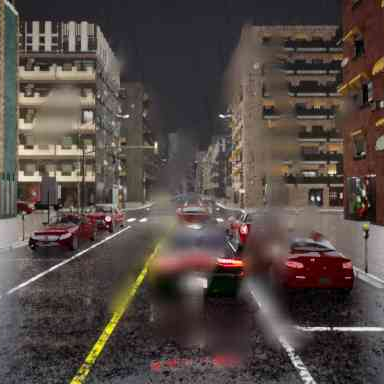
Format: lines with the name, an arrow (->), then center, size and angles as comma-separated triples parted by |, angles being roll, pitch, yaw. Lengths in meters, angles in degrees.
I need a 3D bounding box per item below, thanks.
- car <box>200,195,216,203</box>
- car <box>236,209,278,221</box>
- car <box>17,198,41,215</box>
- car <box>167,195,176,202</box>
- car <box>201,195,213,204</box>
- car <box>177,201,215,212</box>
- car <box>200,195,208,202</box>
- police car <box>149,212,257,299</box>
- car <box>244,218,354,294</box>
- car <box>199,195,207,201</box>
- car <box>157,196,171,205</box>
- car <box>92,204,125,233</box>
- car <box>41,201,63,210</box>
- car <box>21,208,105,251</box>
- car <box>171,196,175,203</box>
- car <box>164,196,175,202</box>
car -> 2.770, 1.559, 52.201 | 2.008, 1.369, 4.403 | 1, 0, 0
car -> 2.628, 1.443, 14.102 | 1.967, 1.590, 4.097 | 1, 0, 0
car -> -17.446, 1.240, 31.216 | 5.009, 1.841, 2.192 | 0, -1, 0
car -> -5.004, 1.555, 80.555 | 1.887, 1.381, 4.507 | 1, 0, 0
car -> 2.814, 1.449, 63.543 | 1.967, 1.590, 4.097 | 1, 0, 0
car -> 0.135, 1.482, 18.999 | 1.882, 1.535, 5.008 | 0, 0, 0
car -> 2.877, 1.555, 80.556 | 1.887, 1.381, 4.507 | 1, 0, 0
police car -> 0.129, 1.506, 8.538 | 2.038, 1.542, 4.974 | 0, 0, 0
car -> 2.605, 1.584, 8.553 | 1.802, 1.307, 4.206 | 1, 0, 0
car -> 2.898, 1.561, 86.226 | 2.008, 1.369, 4.403 | 1, 0, 0
car -> -5.090, 1.534, 57.701 | 1.752, 1.417, 4.829 | 1, 0, 0
car -> -5.240, 1.444, 19.659 | 1.967, 1.590, 4.097 | 1, 0, 0
car -> -17.478, 1.590, 39.092 | 4.313, 1.339, 1.947 | 0, -1, 0
car -> -5.259, 1.585, 14.110 | 1.802, 1.307, 4.206 | 1, 0, 0
car -> -5.047, 1.535, 69.043 | 1.752, 1.417, 4.829 | 1, 0, 0
car -> -5.025, 1.575, 74.884 | 1.947, 1.339, 4.313 | 1, 0, 0
